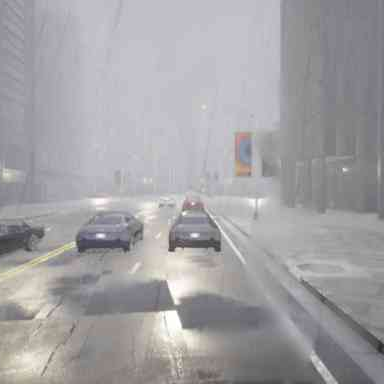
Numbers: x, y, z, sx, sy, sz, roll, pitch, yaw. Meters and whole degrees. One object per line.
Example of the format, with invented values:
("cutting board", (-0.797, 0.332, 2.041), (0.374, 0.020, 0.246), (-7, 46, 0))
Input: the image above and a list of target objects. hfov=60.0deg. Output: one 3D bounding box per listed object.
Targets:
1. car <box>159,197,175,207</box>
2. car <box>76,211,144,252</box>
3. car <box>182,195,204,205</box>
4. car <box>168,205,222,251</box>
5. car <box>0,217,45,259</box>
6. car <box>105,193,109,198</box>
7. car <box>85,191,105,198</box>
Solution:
("car", (-3.147, 1.300, 42.978), (1.895, 1.301, 4.718), (0, 0, 0))
("car", (-3.149, 1.465, 13.486), (1.994, 1.385, 4.181), (0, 0, 0))
("car", (0.100, 1.115, 33.300), (2.097, 1.767, 4.553), (0, 0, 0))
("car", (0.099, 1.464, 13.567), (1.994, 1.385, 4.181), (0, 0, 0))
("car", (-6.599, 1.524, 10.608), (1.895, 1.301, 4.718), (0, 0, 0))
("car", (-25.060, 0.913, 92.193), (4.206, 1.307, 1.802), (0, 0, -1))
("car", (-24.931, 0.985, 83.669), (4.313, 1.339, 1.947), (0, 0, -1))
